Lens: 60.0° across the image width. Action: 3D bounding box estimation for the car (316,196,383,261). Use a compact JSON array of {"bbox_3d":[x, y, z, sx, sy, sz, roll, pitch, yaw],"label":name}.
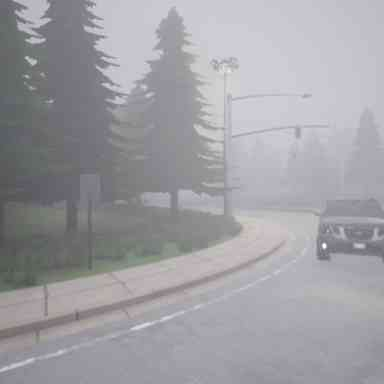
[{"bbox_3d":[5.759,1.182,11.992,2.150,2.045,5.566,0,0,22],"label":"car"}]
